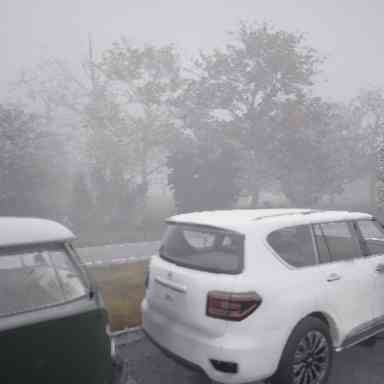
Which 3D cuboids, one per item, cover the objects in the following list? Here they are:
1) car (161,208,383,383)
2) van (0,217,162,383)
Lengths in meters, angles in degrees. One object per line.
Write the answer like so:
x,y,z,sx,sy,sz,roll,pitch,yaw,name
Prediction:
1.919,1.270,5.367,5.566,2.045,2.435,-1,-1,-36,car
-2.621,1.233,2.258,4.442,1.987,1.878,-1,-1,-37,van
